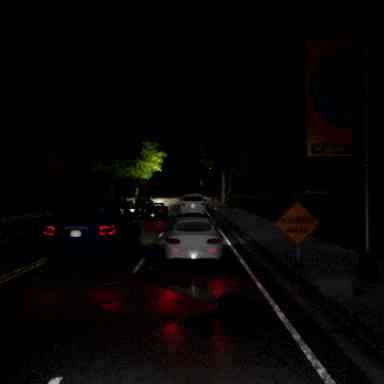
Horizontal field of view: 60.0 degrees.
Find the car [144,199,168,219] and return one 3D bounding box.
[{"bbox_3d":[-3.167,1.578,29.219,1.895,1.301,4.718,0,0,0],"label":"car"}]

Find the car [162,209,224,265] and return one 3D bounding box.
[{"bbox_3d":[0.057,1.525,11.529,1.812,1.442,4.674,0,0,0],"label":"car"}]

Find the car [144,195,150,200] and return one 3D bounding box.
[{"bbox_3d":[-6.586,1.274,44.598,2.097,1.767,4.553,0,0,0],"label":"car"}]

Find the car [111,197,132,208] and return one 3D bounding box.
[{"bbox_3d":[-9.829,1.474,46.743,1.994,1.385,4.181,0,0,0],"label":"car"}]

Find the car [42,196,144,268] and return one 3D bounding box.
[{"bbox_3d":[-3.161,1.219,11.518,2.150,2.045,5.566,0,0,-2],"label":"car"}]

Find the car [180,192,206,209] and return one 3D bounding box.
[{"bbox_3d":[0.087,1.196,29.946,2.150,2.045,5.566,0,0,0],"label":"car"}]

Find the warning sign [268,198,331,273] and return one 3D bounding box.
[{"bbox_3d":[2.834,1.116,8.933,1.300,1.860,1.060,-1,-1,0],"label":"warning sign"}]
